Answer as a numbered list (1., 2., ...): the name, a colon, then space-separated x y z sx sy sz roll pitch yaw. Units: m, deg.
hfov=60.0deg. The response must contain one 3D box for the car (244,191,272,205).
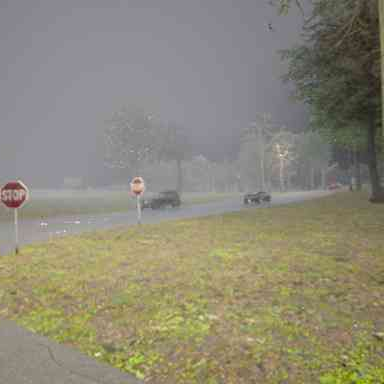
1. car: 7.580 0.619 38.060 1.837 1.490 4.892 -3 0 34

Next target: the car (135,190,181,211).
1. car: -3.376 0.870 34.425 2.150 2.045 5.566 -3 0 34
